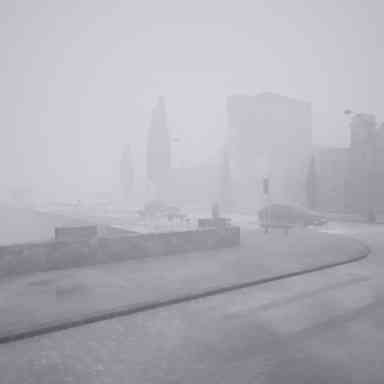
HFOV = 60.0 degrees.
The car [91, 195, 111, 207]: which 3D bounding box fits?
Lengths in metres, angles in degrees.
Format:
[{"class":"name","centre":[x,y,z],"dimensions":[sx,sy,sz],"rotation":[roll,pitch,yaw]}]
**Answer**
[{"class":"car","centre":[-14.079,1.525,51.025],"dimensions":[1.812,1.442,4.674],"rotation":[0,0,-35]}]

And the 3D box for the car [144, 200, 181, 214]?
[{"class":"car","centre":[-3.312,1.548,35.848],"dimensions":[2.033,1.411,5.357],"rotation":[0,0,-36]}]

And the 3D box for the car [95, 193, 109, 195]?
[{"class":"car","centre":[-17.244,1.221,62.551],"dimensions":[2.150,2.045,5.566],"rotation":[0,0,-36]}]

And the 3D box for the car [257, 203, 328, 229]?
[{"class":"car","centre":[6.561,1.505,22.121],"dimensions":[1.837,1.490,4.892],"rotation":[0,0,-36]}]
